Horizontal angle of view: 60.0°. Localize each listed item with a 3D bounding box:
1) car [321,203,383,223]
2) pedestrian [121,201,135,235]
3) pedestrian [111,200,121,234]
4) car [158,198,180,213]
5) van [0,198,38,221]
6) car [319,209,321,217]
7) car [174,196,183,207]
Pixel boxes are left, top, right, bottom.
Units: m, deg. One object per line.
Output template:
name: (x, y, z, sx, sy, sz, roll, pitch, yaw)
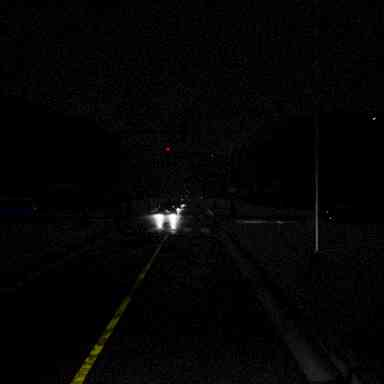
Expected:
car: (12.373, 1.588, 24.379, 4.718, 1.301, 1.895, 0, 0, 0)
pedestrian: (-3.314, 1.308, 17.303, 0.375, 1.860, 0.375, 0, 0, 0)
pedestrian: (-4.048, 1.310, 17.905, 0.375, 1.860, 0.375, 0, 0, 0)
car: (-2.708, 1.656, 37.694, 1.895, 1.301, 4.718, 0, 0, 0)
van: (-14.644, 1.401, 26.884, 3.998, 1.788, 1.690, 0, 0, 0)
car: (12.359, 1.543, 26.913, 4.403, 1.369, 2.008, 0, 0, 0)
car: (-2.668, 1.603, 48.880, 1.812, 1.442, 4.674, 0, 0, 0)
